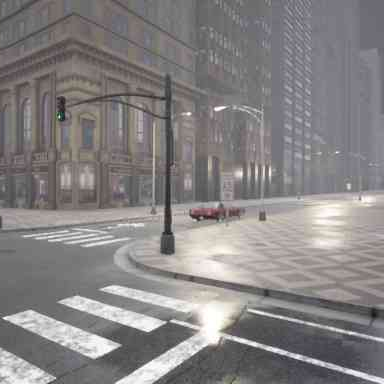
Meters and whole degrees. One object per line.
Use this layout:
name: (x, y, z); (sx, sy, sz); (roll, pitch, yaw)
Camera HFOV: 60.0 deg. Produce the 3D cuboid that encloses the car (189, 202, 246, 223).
car: (1.896, 1.315, 22.754); (1.895, 1.301, 4.718); (0, 1, 36)
